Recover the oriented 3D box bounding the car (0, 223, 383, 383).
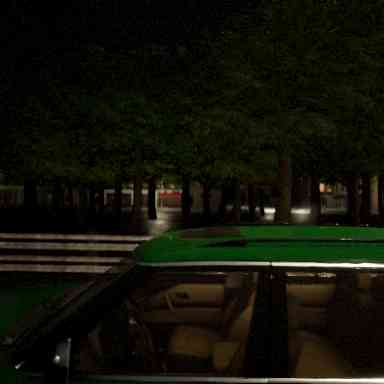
[{"bbox_3d":[0.290,1.278,2.513,5.566,2.045,2.150,1,-2,3],"label":"car"}]
